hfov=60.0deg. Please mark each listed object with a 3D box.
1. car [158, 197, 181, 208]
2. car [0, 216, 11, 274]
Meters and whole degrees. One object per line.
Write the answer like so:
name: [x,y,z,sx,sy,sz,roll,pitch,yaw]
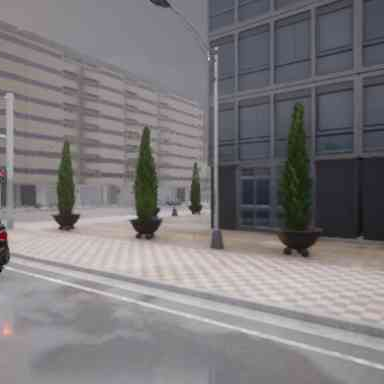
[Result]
car: [-3.595,1.505,49.870,2.128,1.511,4.902,0,0,36]
car: [-7.121,1.244,9.029,5.566,2.045,2.150,0,0,36]
